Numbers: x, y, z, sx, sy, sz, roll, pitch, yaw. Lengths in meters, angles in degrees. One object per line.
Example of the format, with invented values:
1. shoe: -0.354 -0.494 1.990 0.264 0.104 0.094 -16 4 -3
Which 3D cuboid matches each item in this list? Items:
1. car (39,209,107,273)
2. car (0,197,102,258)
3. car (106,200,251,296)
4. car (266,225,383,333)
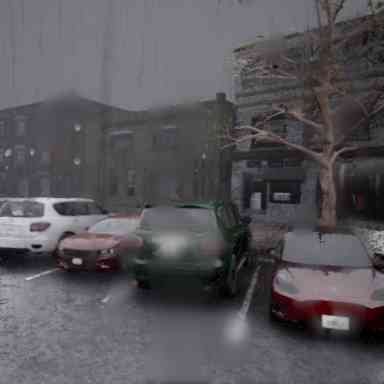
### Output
1. car: -2.166 1.477 10.643 2.097 1.535 5.008 1 -1 16
2. car: -4.609 1.224 12.417 2.435 2.045 5.566 0 -1 15
3. car: 0.282 1.228 8.927 2.435 2.045 5.566 0 -1 16
4. car: 2.719 1.510 7.120 2.163 1.488 4.792 1 -1 16
